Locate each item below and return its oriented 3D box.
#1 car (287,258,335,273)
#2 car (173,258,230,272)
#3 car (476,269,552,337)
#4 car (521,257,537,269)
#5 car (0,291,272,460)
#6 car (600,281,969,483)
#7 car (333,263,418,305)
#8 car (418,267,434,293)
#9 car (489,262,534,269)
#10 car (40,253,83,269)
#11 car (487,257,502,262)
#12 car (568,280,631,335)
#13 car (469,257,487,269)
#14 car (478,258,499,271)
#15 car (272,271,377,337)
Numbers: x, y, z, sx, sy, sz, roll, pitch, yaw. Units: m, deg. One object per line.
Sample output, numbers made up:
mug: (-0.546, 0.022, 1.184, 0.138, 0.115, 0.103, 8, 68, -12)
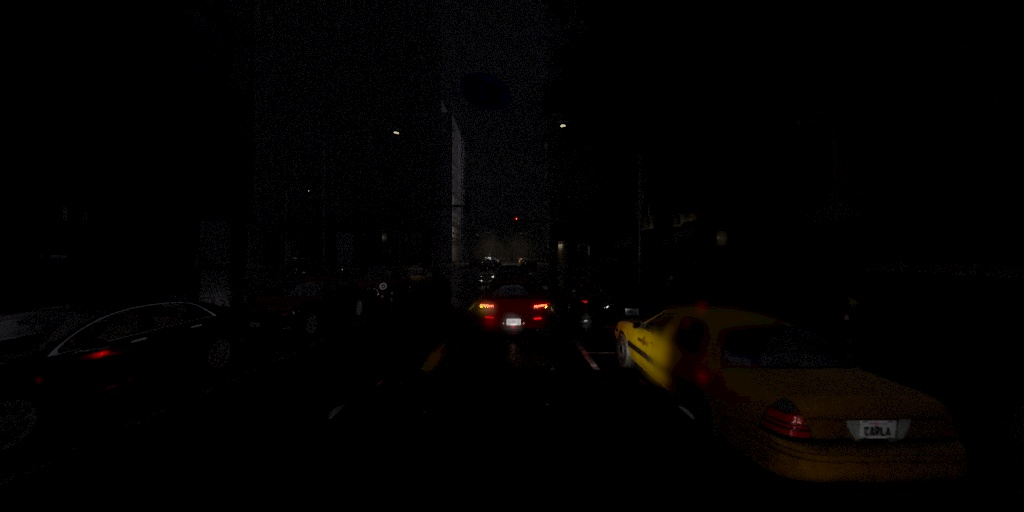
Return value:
car: (-17.911, 0.922, 32.649, 4.902, 1.511, 2.128, 1, 0, 0)
car: (-27.707, 0.841, 32.622, 4.718, 1.301, 1.895, 1, 0, 0)
car: (0.061, 1.276, 10.135, 1.812, 1.442, 4.674, 0, 0, 0)
car: (2.708, 1.202, 53.183, 1.967, 1.591, 4.097, 0, 0, 0)
car: (-5.764, 1.300, 4.833, 2.007, 1.370, 4.403, 0, 0, 0)
car: (2.760, 1.275, 5.015, 1.751, 1.417, 4.829, 0, 0, 0)
car: (-5.776, 1.190, 15.747, 1.967, 1.591, 4.097, 0, 0, 0)
car: (-5.782, 1.277, 21.034, 1.751, 1.417, 4.829, 0, 0, 0)
car: (0.000, 1.256, 19.002, 1.837, 1.490, 4.892, 0, 0, 0)
car: (-41.663, 0.501, 32.596, 4.674, 1.442, 1.812, 1, 0, 0)
car: (-3.145, 1.329, 60.043, 1.994, 1.385, 4.181, 0, 0, 0)
car: (2.755, 1.316, 10.302, 1.948, 1.339, 4.313, 0, 0, 0)
car: (-5.823, 1.079, 58.612, 2.192, 1.841, 5.009, 0, 0, 0)
car: (-3.148, 1.285, 48.022, 1.812, 1.442, 4.674, 0, 0, 0)
car: (-5.771, 1.295, 10.290, 1.888, 1.381, 4.507, 0, 0, 0)
